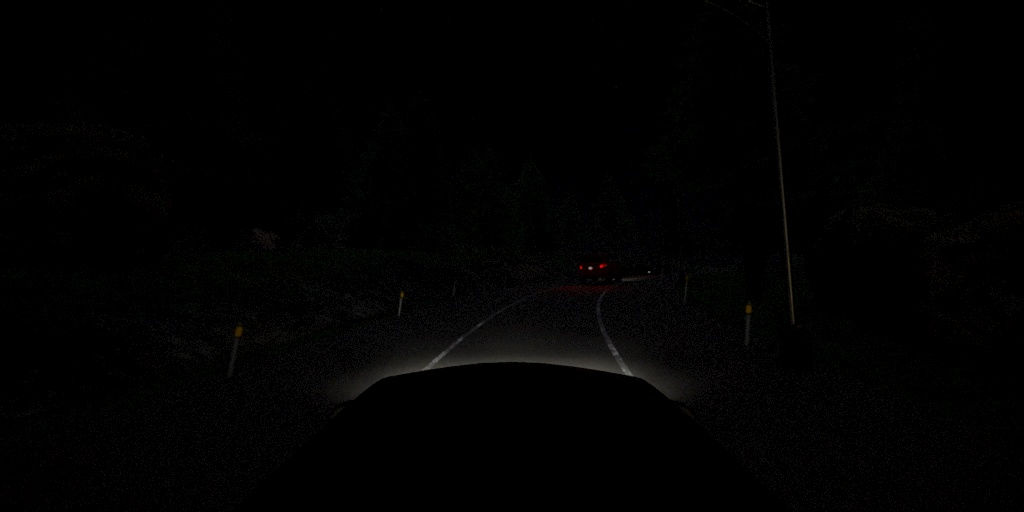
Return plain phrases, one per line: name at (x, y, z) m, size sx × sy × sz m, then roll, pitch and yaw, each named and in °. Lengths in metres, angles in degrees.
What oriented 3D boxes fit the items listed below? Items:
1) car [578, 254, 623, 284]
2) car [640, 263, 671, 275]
car at (6.552, 0.951, 26.385) m, size 2.150 × 2.045 × 5.566 m, roll -3°, pitch -2°, yaw 28°
car at (15.852, 1.412, 39.053) m, size 1.895 × 1.301 × 4.718 m, roll -6°, pitch -4°, yaw 44°
